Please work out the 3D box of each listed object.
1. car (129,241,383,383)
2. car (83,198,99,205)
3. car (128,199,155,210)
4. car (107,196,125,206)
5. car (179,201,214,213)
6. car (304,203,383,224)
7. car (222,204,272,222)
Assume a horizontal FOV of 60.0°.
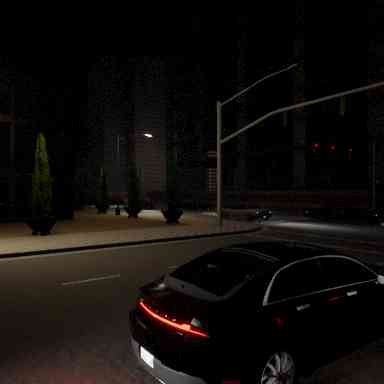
[{"bbox_3d":[1.506,1.505,4.930,4.892,1.490,1.837,0,0,-35],"label":"car"},{"bbox_3d":[-18.031,1.677,58.569,1.895,1.301,4.718,0,0,-36],"label":"car"},{"bbox_3d":[-6.458,1.619,42.434,1.994,1.385,4.181,0,0,-36],"label":"car"},{"bbox_3d":[-13.341,1.562,58.011,1.837,1.490,4.892,0,-1,-35],"label":"car"},{"bbox_3d":[0.518,1.656,38.767,1.895,1.301,4.718,0,0,-36],"label":"car"},{"bbox_3d":[11.530,1.588,25.629,5.357,1.411,2.033,-1,0,40],"label":"car"},{"bbox_3d":[4.330,1.656,27.542,1.895,1.301,4.718,0,0,-36],"label":"car"}]
